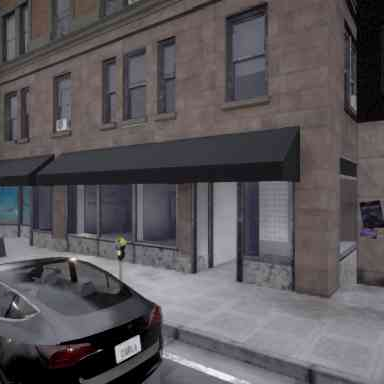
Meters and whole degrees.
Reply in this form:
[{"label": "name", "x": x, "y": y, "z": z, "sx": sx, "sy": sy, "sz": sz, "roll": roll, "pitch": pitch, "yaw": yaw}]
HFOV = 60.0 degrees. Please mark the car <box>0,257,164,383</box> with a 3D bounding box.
[{"label": "car", "x": -2.314, "y": 1.566, "z": 4.451, "sx": 4.313, "sy": 1.339, "sz": 1.947, "roll": 0, "pitch": 0, "yaw": 35}]
